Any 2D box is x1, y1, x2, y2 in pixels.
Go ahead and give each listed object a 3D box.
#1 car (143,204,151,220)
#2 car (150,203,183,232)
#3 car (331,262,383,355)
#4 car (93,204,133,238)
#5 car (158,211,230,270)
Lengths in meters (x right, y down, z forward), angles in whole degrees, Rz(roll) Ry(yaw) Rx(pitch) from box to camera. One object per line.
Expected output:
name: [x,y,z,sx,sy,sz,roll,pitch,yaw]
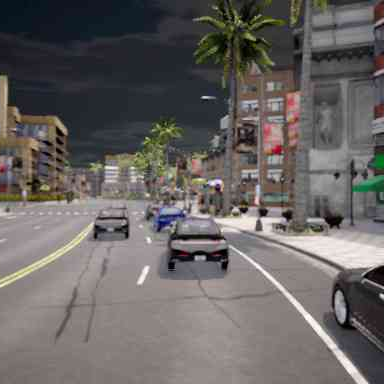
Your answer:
car: [-3.449,1.812,31.325,1.837,1.490,4.892,0,-1,-11]
car: [-1.498,1.699,22.009,1.882,1.535,5.008,0,-1,-10]
car: [3.336,1.564,4.174,1.837,1.490,4.892,0,-1,4]
car: [-4.433,1.666,18.772,2.128,1.511,4.902,0,-1,-10]
car: [0.076,1.611,11.440,2.128,1.511,4.902,0,-1,-4]
